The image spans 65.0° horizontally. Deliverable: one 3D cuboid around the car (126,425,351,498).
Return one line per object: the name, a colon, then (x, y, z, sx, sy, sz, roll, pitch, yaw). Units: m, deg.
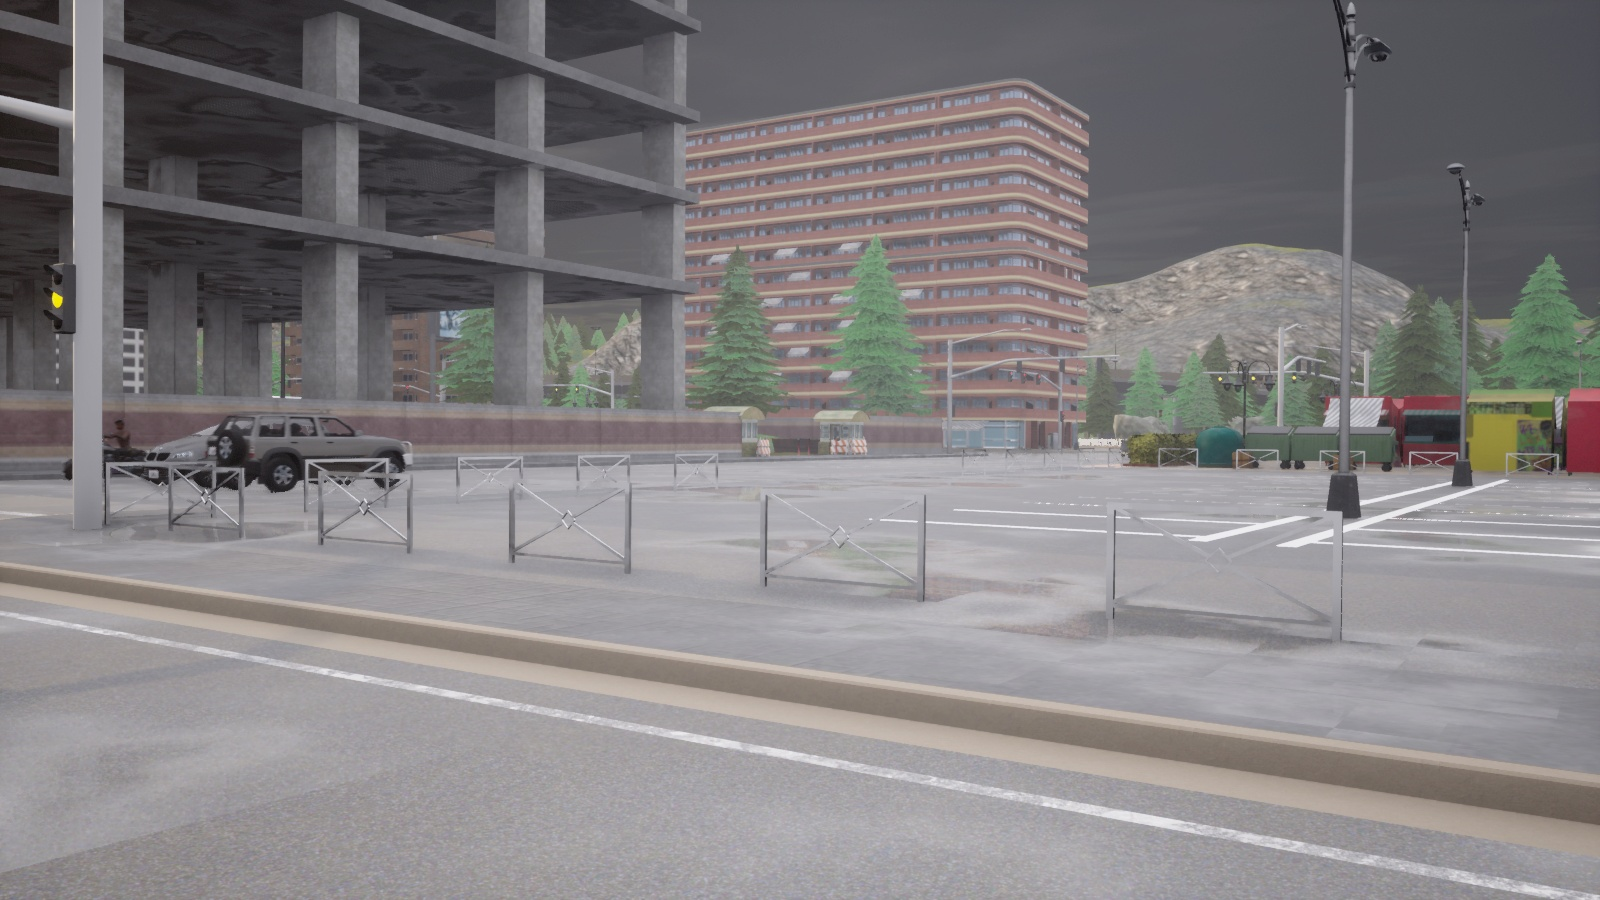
car: (-13.865, 0.219, 31.270, 2.242, 1.667, 4.611, 0, 1, 33)

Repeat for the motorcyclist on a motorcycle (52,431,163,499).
motorcyclist on a motorcycle: (-17.591, 0.349, 31.971, 0.766, 1.649, 2.350, 0, 1, 33)

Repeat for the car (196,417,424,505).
car: (-11.179, 0.198, 28.980, 1.932, 1.855, 4.605, 0, 1, 33)
